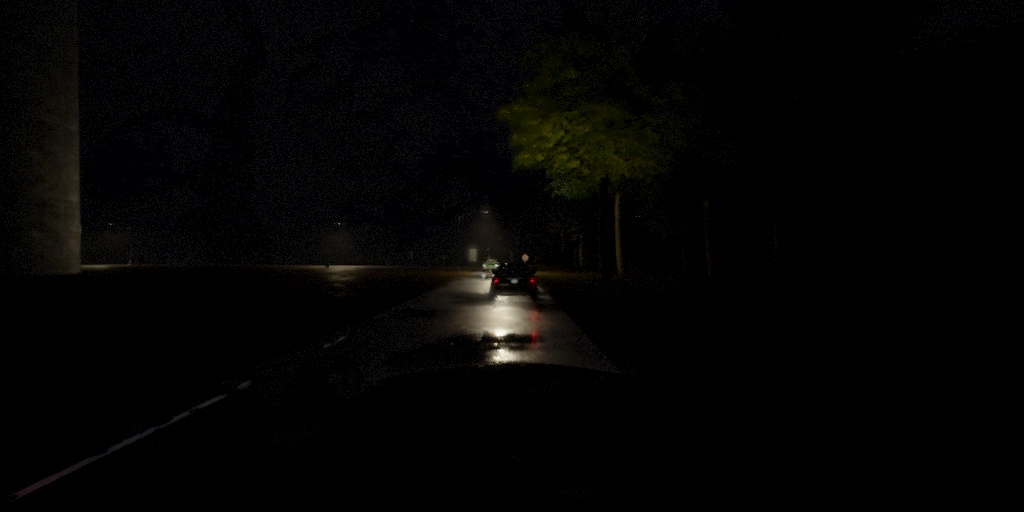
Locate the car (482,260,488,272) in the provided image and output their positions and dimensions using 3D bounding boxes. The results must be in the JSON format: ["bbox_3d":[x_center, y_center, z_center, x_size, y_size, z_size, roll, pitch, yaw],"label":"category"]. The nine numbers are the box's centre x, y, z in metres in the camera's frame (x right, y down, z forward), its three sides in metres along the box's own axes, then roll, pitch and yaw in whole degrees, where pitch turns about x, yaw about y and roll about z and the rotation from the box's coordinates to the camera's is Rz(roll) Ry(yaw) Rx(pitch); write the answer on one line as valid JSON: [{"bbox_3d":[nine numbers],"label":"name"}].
[{"bbox_3d":[-2.745,1.233,47.418,2.097,1.767,4.553,0,0,0],"label":"car"}]

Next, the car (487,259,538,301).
[{"bbox_3d":[0.105,1.106,17.408,2.097,1.767,4.553,0,0,0],"label":"car"}]
